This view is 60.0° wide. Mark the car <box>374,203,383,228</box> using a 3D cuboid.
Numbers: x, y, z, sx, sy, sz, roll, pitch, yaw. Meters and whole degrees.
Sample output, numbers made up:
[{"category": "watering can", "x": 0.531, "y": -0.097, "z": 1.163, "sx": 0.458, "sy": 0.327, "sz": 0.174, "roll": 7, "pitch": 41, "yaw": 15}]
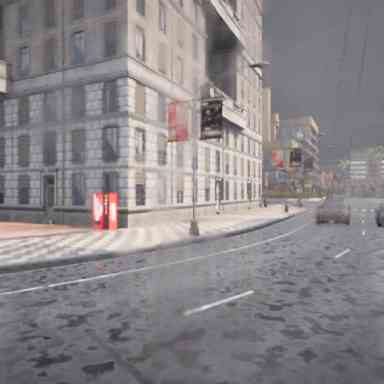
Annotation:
[{"category": "car", "x": 13.041, "y": 1.485, "z": 21.686, "sx": 2.128, "sy": 1.511, "sz": 4.902, "roll": 0, "pitch": 0, "yaw": 27}]

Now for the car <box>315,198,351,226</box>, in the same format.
[{"category": "car", "x": 10.054, "y": 1.346, "z": 23.532, "sx": 2.097, "sy": 1.767, "sz": 4.553, "roll": 0, "pitch": 0, "yaw": 27}]
